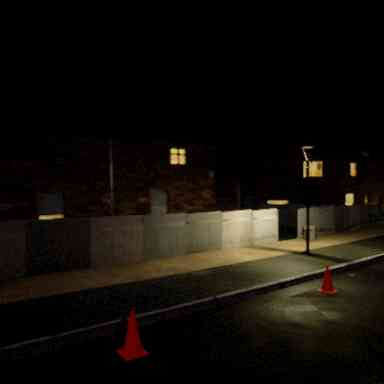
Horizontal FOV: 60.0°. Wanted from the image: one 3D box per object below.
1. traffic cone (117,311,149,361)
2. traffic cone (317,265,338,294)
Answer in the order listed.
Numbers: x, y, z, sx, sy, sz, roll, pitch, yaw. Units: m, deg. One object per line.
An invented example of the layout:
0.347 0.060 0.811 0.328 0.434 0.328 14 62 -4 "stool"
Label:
-0.830 1.967 4.664 0.340 0.580 0.340 0 0 -36 "traffic cone"
3.116 1.982 7.638 0.340 0.580 0.340 0 0 -38 "traffic cone"
